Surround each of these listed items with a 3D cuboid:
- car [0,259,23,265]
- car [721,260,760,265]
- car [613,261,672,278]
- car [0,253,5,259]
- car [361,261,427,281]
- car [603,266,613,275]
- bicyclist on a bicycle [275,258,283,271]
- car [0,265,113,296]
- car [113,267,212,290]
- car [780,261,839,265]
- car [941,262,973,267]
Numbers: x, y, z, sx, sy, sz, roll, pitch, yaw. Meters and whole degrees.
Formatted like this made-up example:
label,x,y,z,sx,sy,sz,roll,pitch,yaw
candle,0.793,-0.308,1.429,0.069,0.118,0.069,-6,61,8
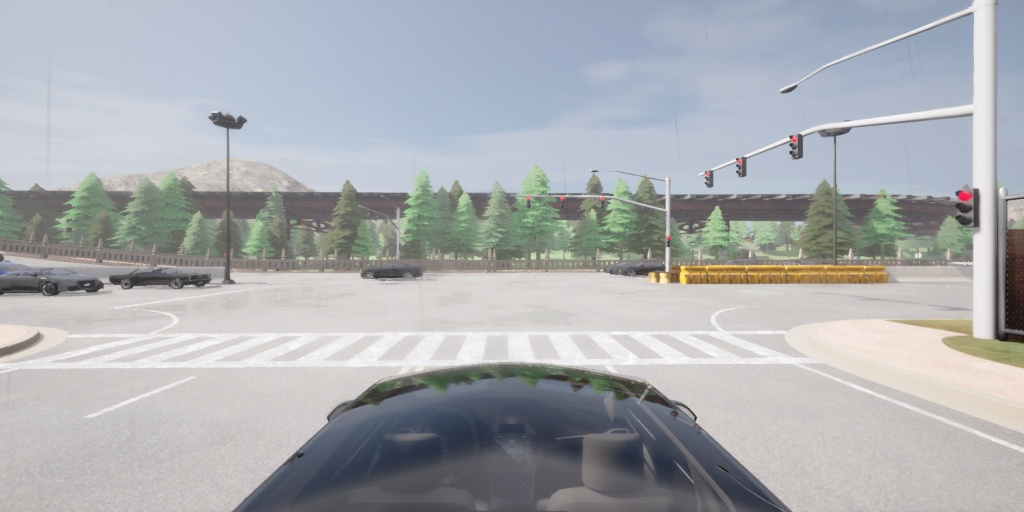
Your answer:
label,x,y,z,sx,sy,sz,roll,pitch,yaw
car,-30.868,1.166,21.827,5.008,1.535,1.882,1,0,-2
car,18.908,1.103,30.579,4.553,1.767,2.097,0,0,-2
car,12.610,1.228,33.885,5.008,1.535,1.882,0,0,-2
car,-53.090,-0.220,35.325,4.181,1.385,1.994,7,0,-1
car,-9.851,1.227,29.681,5.008,1.535,1.882,0,0,-2
car,12.306,1.297,37.377,5.357,1.411,2.033,0,0,-2
bicyclist on a bicycle,-28.458,1.041,43.894,0.582,1.620,1.656,0,0,-2
car,-24.024,1.306,18.537,4.181,1.385,1.994,0,0,-2
car,-21.484,1.345,22.115,4.718,1.301,1.895,0,0,-2
car,29.044,1.254,34.394,4.892,1.490,1.837,0,0,-2
car,38.839,1.276,31.183,4.674,1.442,1.812,0,0,-2
